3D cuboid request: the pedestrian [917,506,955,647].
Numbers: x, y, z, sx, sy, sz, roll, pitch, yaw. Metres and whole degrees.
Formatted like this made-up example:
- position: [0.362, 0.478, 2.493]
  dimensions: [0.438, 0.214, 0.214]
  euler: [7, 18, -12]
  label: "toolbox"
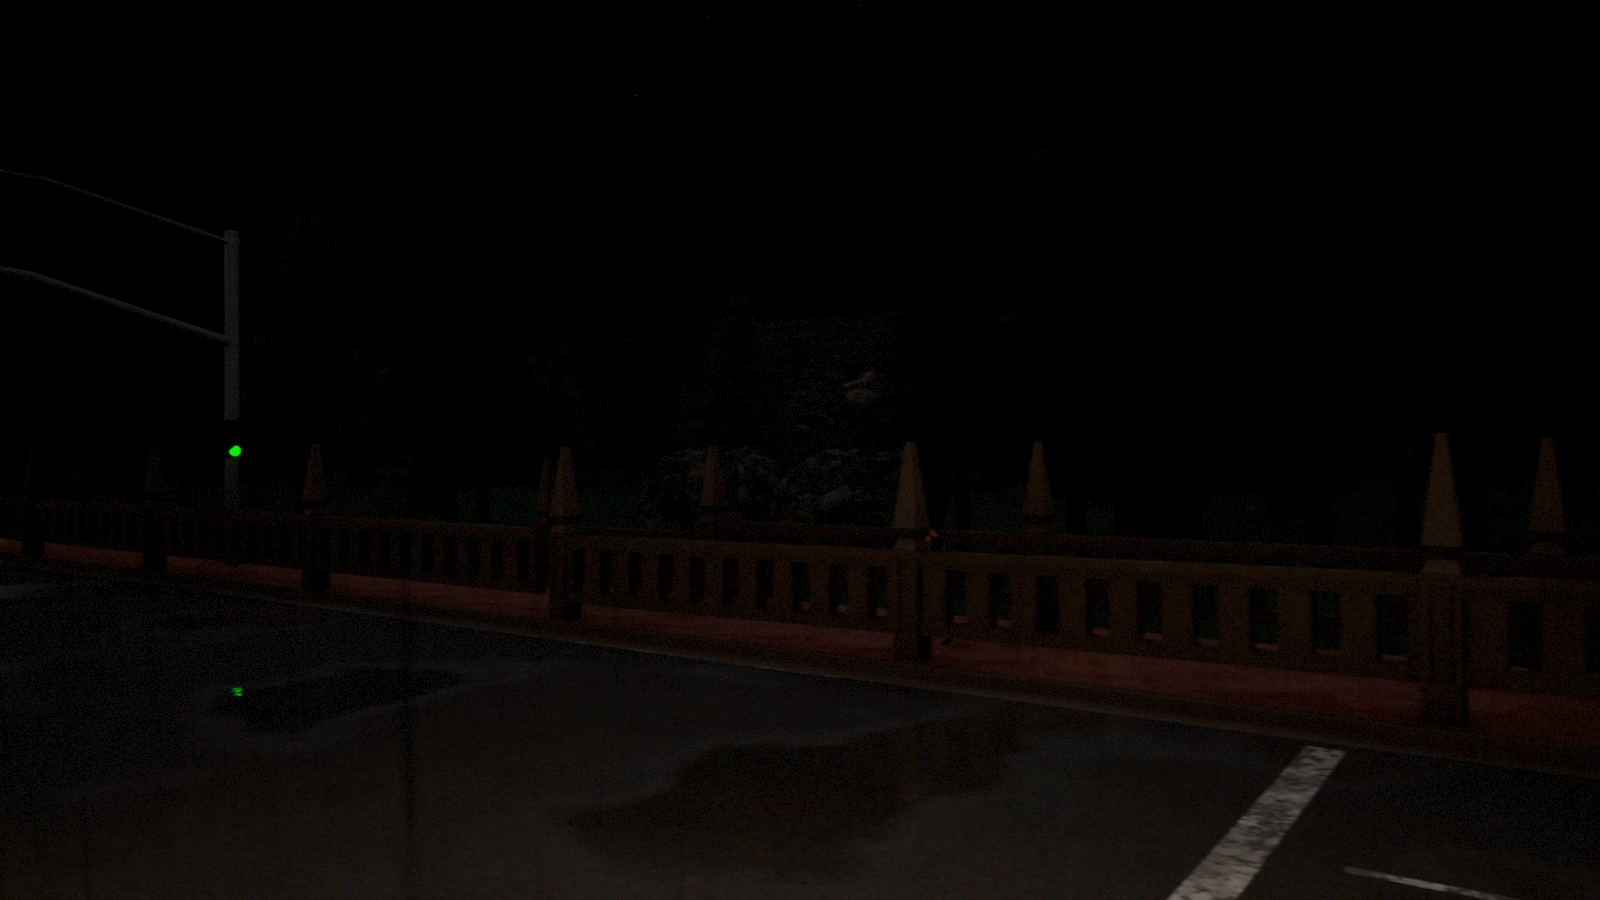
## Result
- position: [1.844, 1.700, 15.487]
  dimensions: [0.375, 1.860, 0.375]
  euler: [0, 0, 35]
  label: "pedestrian"
